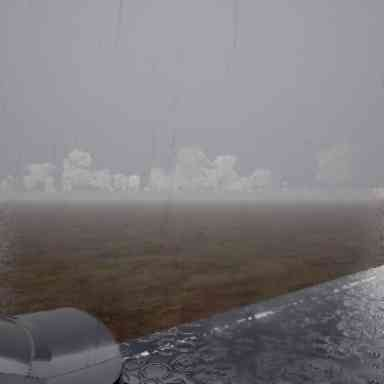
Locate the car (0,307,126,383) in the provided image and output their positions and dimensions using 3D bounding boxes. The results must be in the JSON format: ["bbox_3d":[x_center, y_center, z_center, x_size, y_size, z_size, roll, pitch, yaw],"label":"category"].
[{"bbox_3d":[-2.742,1.484,1.476,5.008,1.535,1.882,0,0,-36],"label":"car"}]
